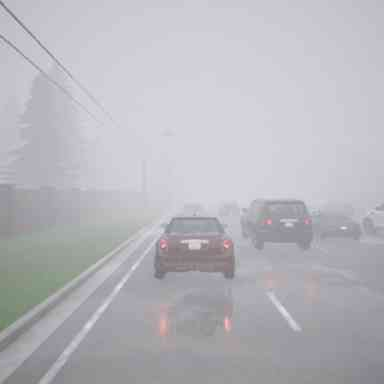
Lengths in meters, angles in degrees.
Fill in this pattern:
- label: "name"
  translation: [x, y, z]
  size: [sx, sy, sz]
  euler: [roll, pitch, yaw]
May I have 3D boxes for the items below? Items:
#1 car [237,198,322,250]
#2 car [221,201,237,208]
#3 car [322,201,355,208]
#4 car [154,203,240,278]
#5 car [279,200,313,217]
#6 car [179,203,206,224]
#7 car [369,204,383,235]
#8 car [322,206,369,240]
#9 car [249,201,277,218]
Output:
- label: "car"
  translation: [3.579, 1.294, 14.926]
  size: [2.150, 2.045, 5.566]
  euler: [0, 0, 0]
- label: "car"
  translation: [3.559, 1.657, 32.549]
  size: [1.837, 1.490, 4.892]
  euler: [0, 0, 0]
- label: "car"
  translation: [14.059, 1.644, 32.490]
  size: [2.128, 1.511, 4.902]
  euler: [0, 0, 0]
- label: "car"
  translation: [0.075, 1.400, 10.460]
  size: [2.097, 1.767, 4.553]
  euler: [0, 0, 0]
- label: "car"
  translation: [10.558, 1.637, 34.041]
  size: [1.882, 1.535, 5.008]
  euler: [0, 0, 0]
- label: "car"
  translation: [0.062, 1.677, 27.543]
  size: [2.033, 1.411, 5.357]
  euler: [0, 0, 0]
- label: "car"
  translation: [10.578, 1.298, 16.221]
  size: [2.150, 2.045, 5.566]
  euler: [0, 0, 0]
- label: "car"
  translation: [7.076, 1.646, 17.510]
  size: [1.994, 1.385, 4.181]
  euler: [0, 0, 0]
- label: "car"
  translation: [7.059, 1.683, 33.490]
  size: [1.812, 1.442, 4.674]
  euler: [0, 0, 0]
